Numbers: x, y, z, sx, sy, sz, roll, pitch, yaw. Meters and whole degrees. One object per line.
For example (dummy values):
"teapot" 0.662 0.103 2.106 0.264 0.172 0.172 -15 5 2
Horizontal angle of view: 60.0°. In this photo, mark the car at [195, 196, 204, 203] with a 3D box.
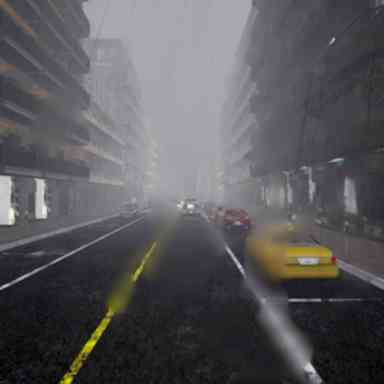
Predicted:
"car" 1.966 1.793 84.960 2.097 1.767 4.553 0 0 0

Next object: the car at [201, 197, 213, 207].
"car" 2.451 1.779 49.395 2.008 1.369 4.403 0 0 0

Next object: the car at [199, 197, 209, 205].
"car" 2.364 1.758 66.381 1.967 1.590 4.097 0 0 0

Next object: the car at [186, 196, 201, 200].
"car" -0.157 1.563 44.940 2.097 1.767 4.553 0 0 0

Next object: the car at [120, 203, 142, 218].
"car" -5.842 1.744 32.386 1.802 1.307 4.206 0 0 0

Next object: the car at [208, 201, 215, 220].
"car" 2.567 1.656 26.746 1.887 1.381 4.507 0 0 0

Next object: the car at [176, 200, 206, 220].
"car" -0.080 1.681 29.644 2.033 1.411 5.357 0 0 0

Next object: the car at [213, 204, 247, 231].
"car" 2.596 1.627 21.085 1.887 1.381 4.507 0 0 0

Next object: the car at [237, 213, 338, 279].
"car" 2.653 1.557 9.933 1.752 1.417 4.829 0 0 0

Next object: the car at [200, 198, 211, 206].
"car" 2.393 1.832 60.720 1.887 1.381 4.507 0 0 0

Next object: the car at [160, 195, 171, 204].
"car" -6.076 1.725 77.683 2.192 1.841 5.009 0 0 0

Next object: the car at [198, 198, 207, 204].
"car" 2.335 1.933 72.043 1.802 1.307 4.206 0 0 0

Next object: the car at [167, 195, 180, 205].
"car" -3.334 1.692 66.291 2.097 1.767 4.553 0 0 0

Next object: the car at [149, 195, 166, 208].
"car" -5.959 1.594 55.037 2.192 1.841 5.009 0 0 0
